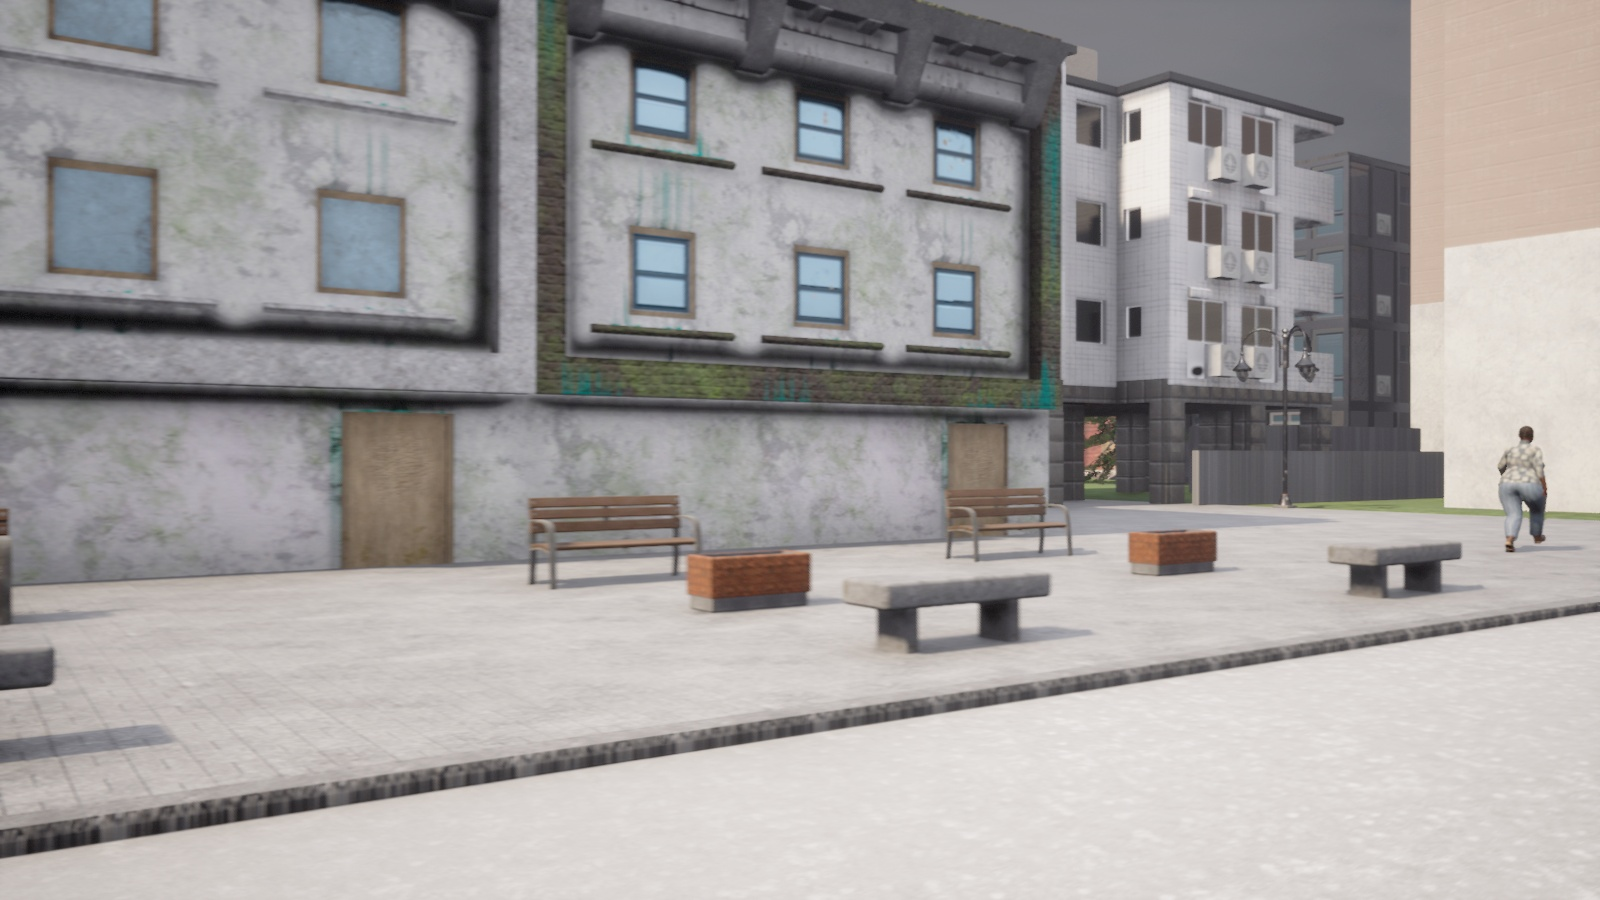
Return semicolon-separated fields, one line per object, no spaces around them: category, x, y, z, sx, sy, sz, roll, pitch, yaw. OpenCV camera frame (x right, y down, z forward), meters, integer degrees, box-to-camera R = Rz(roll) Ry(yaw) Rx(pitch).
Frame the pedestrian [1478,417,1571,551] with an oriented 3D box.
pedestrian;10.377;0.477;17.997;0.900;1.855;0.874;0;0;-37
